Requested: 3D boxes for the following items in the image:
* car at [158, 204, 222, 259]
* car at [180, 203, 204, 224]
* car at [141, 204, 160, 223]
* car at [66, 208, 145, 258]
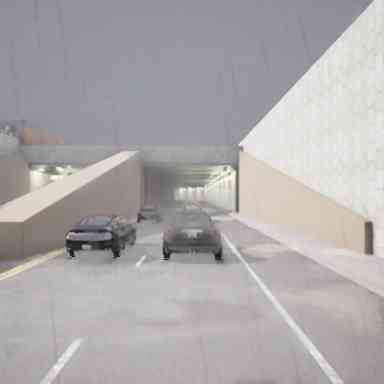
[{"bbox_3d":[0.023,1.498,13.408,2.097,1.767,4.553,0,-1,0],"label":"car"},{"bbox_3d":[0.027,1.796,29.220,1.882,1.535,5.008,0,0,0],"label":"car"},{"bbox_3d":[-3.479,1.804,28.488,2.128,1.511,4.902,0,0,1],"label":"car"},{"bbox_3d":[-3.477,1.641,13.483,2.128,1.511,4.902,0,0,1],"label":"car"}]
